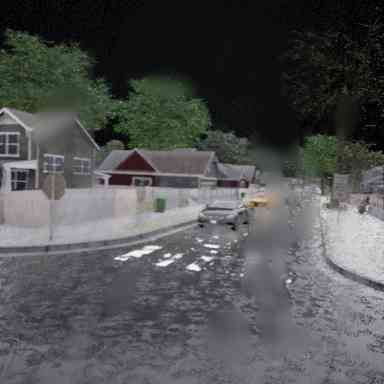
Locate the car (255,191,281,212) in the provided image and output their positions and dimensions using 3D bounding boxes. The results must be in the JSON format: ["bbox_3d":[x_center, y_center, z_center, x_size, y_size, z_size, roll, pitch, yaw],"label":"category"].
[{"bbox_3d":[6.523,0.812,29.866,1.882,1.535,5.008,3,2,21],"label":"car"}]

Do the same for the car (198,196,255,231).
[{"bbox_3d":[1.809,1.050,17.294,1.812,1.442,4.674,3,2,20],"label":"car"}]

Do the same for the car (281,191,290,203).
[{"bbox_3d":[11.686,0.619,43.562,2.128,1.511,4.902,3,2,21],"label":"car"}]
